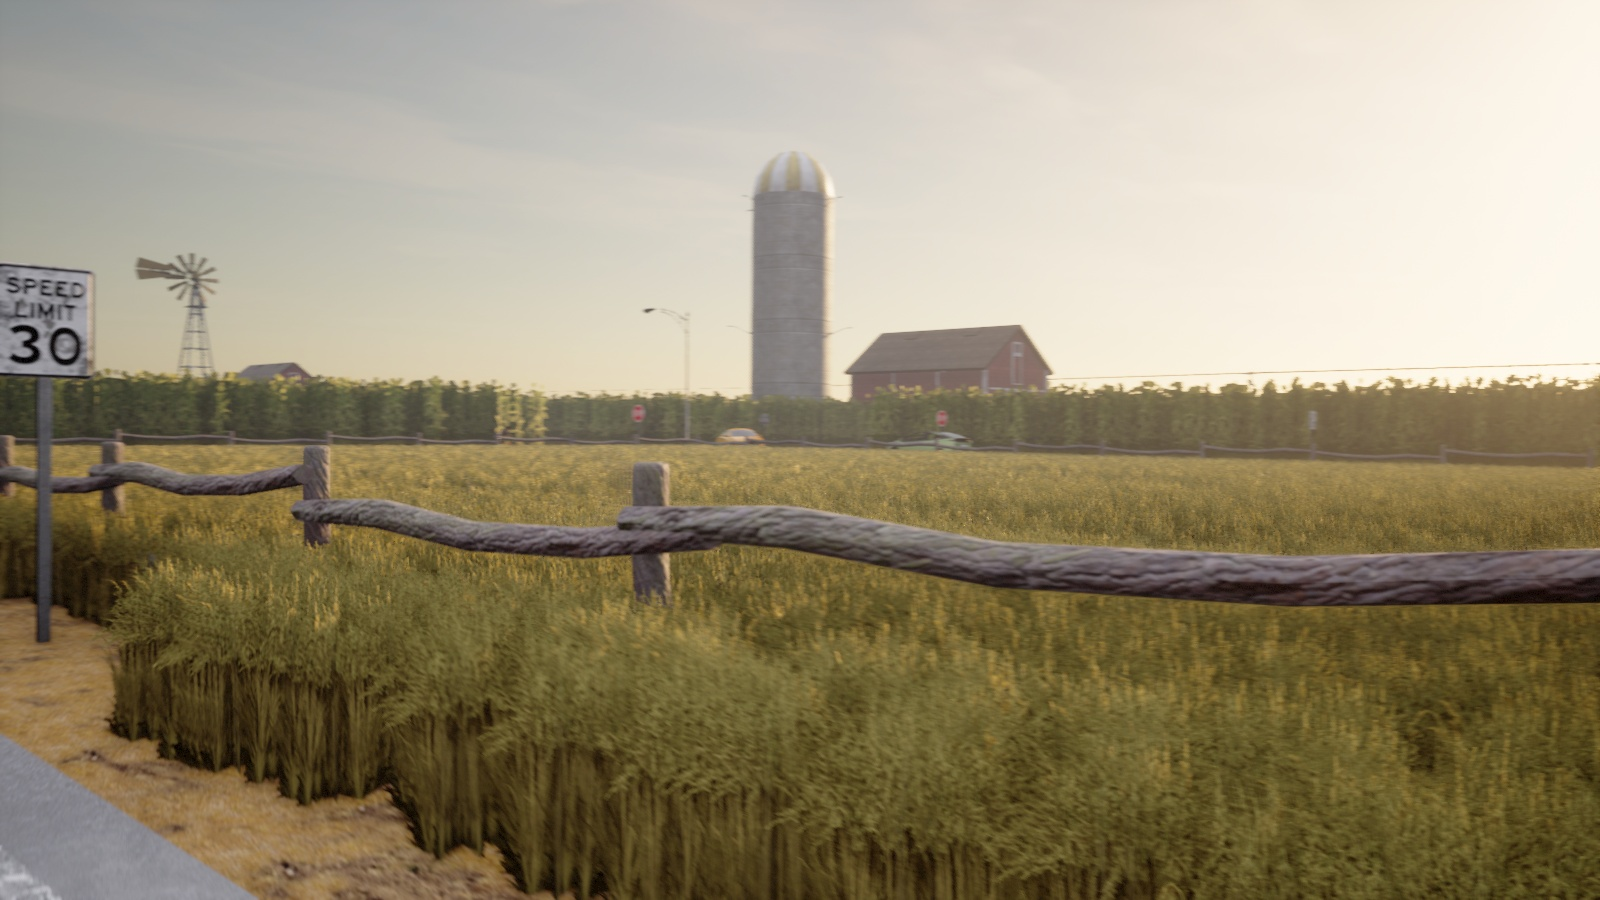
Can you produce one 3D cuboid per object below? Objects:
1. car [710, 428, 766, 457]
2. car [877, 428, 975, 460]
[{"bbox_3d":[-3.421,-0.385,68.506,1.882,1.535,5.008,-1,0,-16],"label":"car"},{"bbox_3d":[6.159,-0.325,61.767,4.514,1.525,2.007,1,2,45],"label":"car"}]
